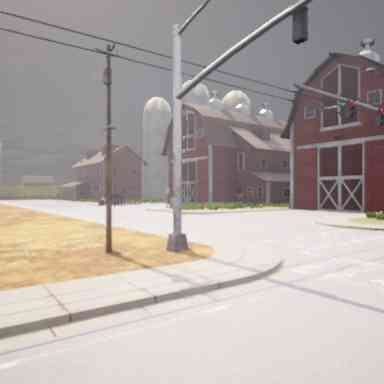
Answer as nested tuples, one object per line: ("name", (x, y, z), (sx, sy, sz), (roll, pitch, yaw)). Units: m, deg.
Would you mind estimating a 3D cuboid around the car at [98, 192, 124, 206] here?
("car", (-12.450, 1.070, 51.596), (3.866, 1.878, 1.905), (-2, 5, 11))
